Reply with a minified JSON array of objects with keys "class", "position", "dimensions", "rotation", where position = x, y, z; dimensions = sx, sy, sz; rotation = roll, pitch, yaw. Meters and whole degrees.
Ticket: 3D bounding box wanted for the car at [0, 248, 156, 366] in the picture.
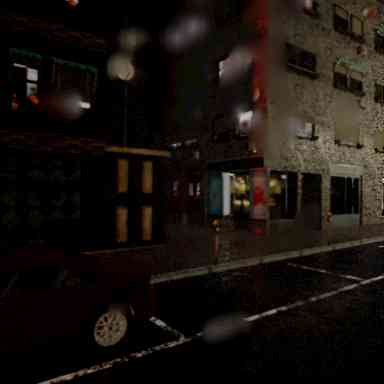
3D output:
[{"class":"car","position":[-2.680,1.542,4.629],"dimensions":[4.507,1.381,1.887],"rotation":[0,1,-35]}]
